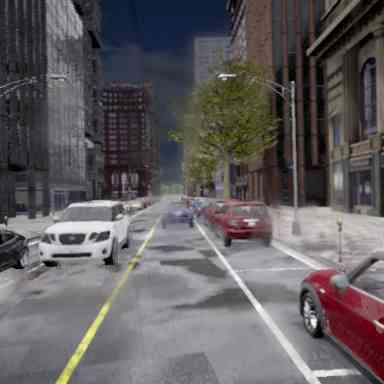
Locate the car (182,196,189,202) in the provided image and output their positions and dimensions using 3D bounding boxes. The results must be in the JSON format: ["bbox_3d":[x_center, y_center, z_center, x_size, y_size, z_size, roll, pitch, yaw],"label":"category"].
[{"bbox_3d":[-1.907,2.085,94.024,1.967,1.590,4.097,-1,0,-3],"label":"car"}]

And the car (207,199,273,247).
[{"bbox_3d":[2.187,1.335,15.180,2.192,1.841,5.009,-1,0,-3],"label":"car"}]

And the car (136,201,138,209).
[{"bbox_3d":[-7.490,1.943,37.274,1.802,1.307,4.206,-1,0,-3],"label":"car"}]

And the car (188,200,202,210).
[{"bbox_3d":[0.436,1.830,48.969,1.802,1.307,4.206,-1,0,-3],"label":"car"}]

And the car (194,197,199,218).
[{"bbox_3d":[1.312,1.571,32.074,1.967,1.590,4.097,-1,0,-3],"label":"car"}]

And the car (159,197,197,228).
[{"bbox_3d":[-1.019,1.490,23.518,2.097,1.767,4.553,-1,0,-3],"label":"car"}]

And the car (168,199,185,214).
[{"bbox_3d":[-1.913,1.729,40.710,1.882,1.535,5.008,-1,0,-3],"label":"car"}]

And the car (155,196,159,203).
[{"bbox_3d":[-9.545,1.998,76.692,2.192,1.841,5.009,-1,0,-3],"label":"car"}]

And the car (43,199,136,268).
[{"bbox_3d":[-3.629,1.361,12.359,2.150,2.045,5.566,-1,0,-3],"label":"car"}]

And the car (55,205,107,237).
[{"bbox_3d":[-6.615,1.690,20.381,1.967,1.590,4.097,-1,0,-3],"label":"car"}]

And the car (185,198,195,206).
[{"bbox_3d":[-0.442,1.937,65.864,1.887,1.381,4.507,-1,0,-3],"label":"car"}]

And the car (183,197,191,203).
[{"bbox_3d":[-1.329,2.067,82.930,1.752,1.417,4.829,-1,0,-3],"label":"car"}]

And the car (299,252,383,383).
[{"bbox_3d":[2.777,1.394,3.915,1.967,1.590,4.097,-1,0,-3],"label":"car"}]

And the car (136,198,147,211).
[{"bbox_3d":[-8.068,1.965,48.366,1.752,1.417,4.829,-1,0,-3],"label":"car"}]

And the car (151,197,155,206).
[{"bbox_3d":[-8.960,1.900,65.430,2.192,1.841,5.009,-1,0,-3],"label":"car"}]

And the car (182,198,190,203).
[{"bbox_3d":[-1.611,2.174,88.390,1.802,1.307,4.206,-1,0,-3],"label":"car"}]

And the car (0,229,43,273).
[{"bbox_3d":[-6.026,1.744,9.117,1.947,1.339,4.313,-1,0,-3],"label":"car"}]

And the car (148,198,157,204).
[{"bbox_3d":[-9.831,2.278,82.322,1.887,1.381,4.507,-1,0,-3],"label":"car"}]

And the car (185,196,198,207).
[{"bbox_3d":[-0.155,1.658,60.234,2.192,1.841,5.009,-1,0,-3],"label":"car"}]

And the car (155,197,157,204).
[{"bbox_3d":[-9.246,2.199,71.060,1.947,1.339,4.313,-1,0,-3],"label":"car"}]

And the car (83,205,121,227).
[{"bbox_3d":[-6.905,1.832,26.011,1.887,1.381,4.507,-1,0,-3],"label":"car"}]

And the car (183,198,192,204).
[{"bbox_3d":[-1.026,2.056,77.127,1.947,1.339,4.313,-1,0,-3],"label":"car"}]

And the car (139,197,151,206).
[{"bbox_3d":[-8.375,1.803,54.167,2.192,1.841,5.009,-1,0,-3],"label":"car"}]

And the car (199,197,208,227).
[{"bbox_3d":[1.895,1.372,20.811,2.192,1.841,5.009,-1,0,-3],"label":"car"}]
